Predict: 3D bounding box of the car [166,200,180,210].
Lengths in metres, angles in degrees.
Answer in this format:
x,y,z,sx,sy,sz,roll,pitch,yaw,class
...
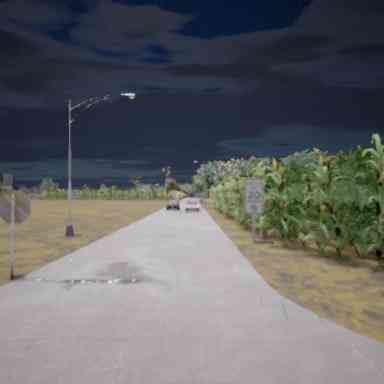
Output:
x,y,z,sx,sy,sz,roll,pitch,yaw,class
-2.720,1.860,48.864,1.882,1.535,5.008,0,0,0,car

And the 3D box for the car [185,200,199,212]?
x,y,z,sx,sy,sz,roll,pitch,yaw,class
0.028,1.947,44.719,1.895,1.301,4.718,0,0,0,car

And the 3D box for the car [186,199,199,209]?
x,y,z,sx,sy,sz,roll,pitch,yaw,class
0.035,1.971,54.695,2.033,1.411,5.357,0,0,0,car
